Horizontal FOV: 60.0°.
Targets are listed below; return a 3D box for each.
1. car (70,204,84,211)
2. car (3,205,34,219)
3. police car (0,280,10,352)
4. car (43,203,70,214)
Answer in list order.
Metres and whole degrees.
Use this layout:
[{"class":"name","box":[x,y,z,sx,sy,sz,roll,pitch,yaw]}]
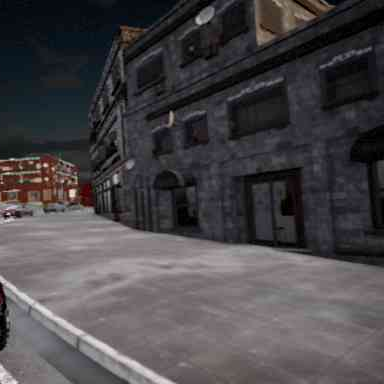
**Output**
[{"class":"car","box":[-24.880,3.297,71.499,1.895,1.301,4.718,-4,-1,-1]},{"class":"car","box":[-20.319,2.271,38.990,1.812,1.442,4.674,-4,0,-3]},{"class":"police car","box":[-4.561,1.498,5.396,1.930,1.638,5.238,-2,0,-43]},{"class":"car","box":[-20.902,2.436,50.595,2.128,1.511,4.902,-4,-1,-1]}]
